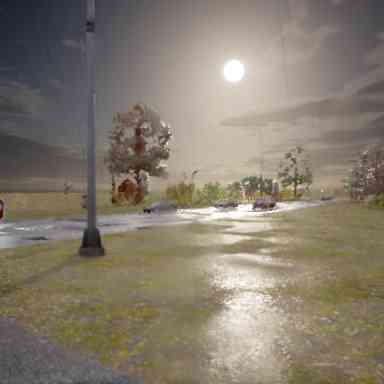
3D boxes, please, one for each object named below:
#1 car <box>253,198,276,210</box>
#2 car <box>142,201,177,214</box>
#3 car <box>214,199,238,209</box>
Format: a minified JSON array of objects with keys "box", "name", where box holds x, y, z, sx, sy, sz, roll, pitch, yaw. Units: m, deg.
[{"box":[10.616,1.658,48.422,2.097,1.767,4.553,0,0,34],"name":"car"},{"box":[-3.776,1.816,39.537,1.882,1.535,5.008,0,1,34],"name":"car"},{"box":[5.604,1.912,53.539,2.033,1.411,5.357,0,0,34],"name":"car"}]
